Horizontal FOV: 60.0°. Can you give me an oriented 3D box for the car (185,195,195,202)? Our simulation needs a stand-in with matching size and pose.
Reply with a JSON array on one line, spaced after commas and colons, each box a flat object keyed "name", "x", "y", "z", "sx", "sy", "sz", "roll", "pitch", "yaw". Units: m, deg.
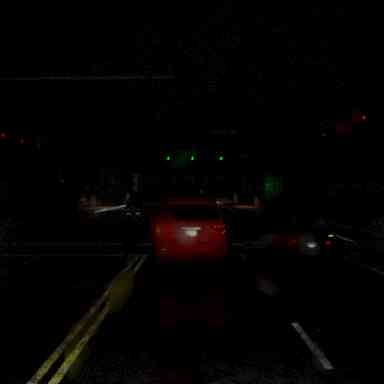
[{"name": "car", "x": -0.434, "y": 1.476, "z": 73.892, "sx": 1.994, "sy": 1.385, "sz": 4.181, "roll": 0, "pitch": 0, "yaw": 0}]

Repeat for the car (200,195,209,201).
[{"name": "car", "x": 3.123, "y": 1.378, "z": 82.153, "sx": 1.994, "sy": 1.385, "sz": 4.181, "roll": 0, "pitch": 0, "yaw": 0}]

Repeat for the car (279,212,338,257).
[{"name": "car", "x": 4.410, "y": 1.512, "z": 12.890, "sx": 1.812, "sy": 1.442, "sz": 4.674, "roll": 0, "pitch": 0, "yaw": 15}]

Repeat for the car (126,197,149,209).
[{"name": "car", "x": -7.714, "y": 1.500, "z": 45.613, "sx": 2.033, "sy": 1.411, "sz": 5.357, "roll": 0, "pitch": 0, "yaw": 1}]

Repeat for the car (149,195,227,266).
[{"name": "car", "x": -0.122, "y": 1.209, "z": 11.691, "sx": 2.150, "sy": 2.045, "sz": 5.566, "roll": 0, "pitch": 0, "yaw": -2}]

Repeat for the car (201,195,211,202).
[{"name": "car", "x": 3.066, "y": 1.476, "z": 73.868, "sx": 1.994, "sy": 1.385, "sz": 4.181, "roll": 0, "pitch": 0, "yaw": 0}]

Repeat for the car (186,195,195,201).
[{"name": "car", "x": -0.376, "y": 1.387, "z": 82.250, "sx": 1.994, "sy": 1.385, "sz": 4.181, "roll": 0, "pitch": 0, "yaw": 0}]
